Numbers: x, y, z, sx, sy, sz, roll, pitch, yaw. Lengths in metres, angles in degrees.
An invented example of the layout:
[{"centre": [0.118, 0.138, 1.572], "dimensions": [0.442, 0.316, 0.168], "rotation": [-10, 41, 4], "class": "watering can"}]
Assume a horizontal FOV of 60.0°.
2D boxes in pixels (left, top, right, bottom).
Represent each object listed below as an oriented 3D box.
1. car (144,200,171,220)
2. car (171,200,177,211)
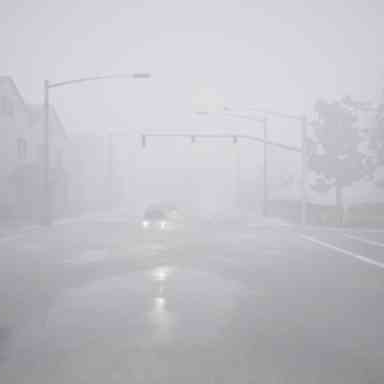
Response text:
[{"centre": [-3.456, 1.842, 32.466], "dimensions": [1.882, 1.535, 5.008], "rotation": [0, 0, 0], "class": "car"}, {"centre": [-3.362, 1.910, 49.113], "dimensions": [2.097, 1.767, 4.553], "rotation": [0, -1, 1], "class": "car"}]
